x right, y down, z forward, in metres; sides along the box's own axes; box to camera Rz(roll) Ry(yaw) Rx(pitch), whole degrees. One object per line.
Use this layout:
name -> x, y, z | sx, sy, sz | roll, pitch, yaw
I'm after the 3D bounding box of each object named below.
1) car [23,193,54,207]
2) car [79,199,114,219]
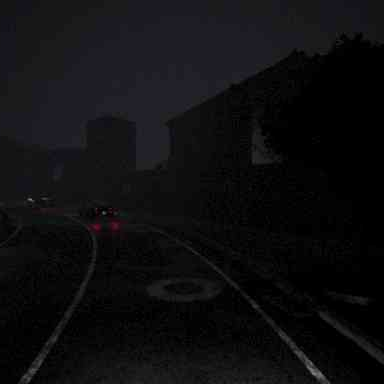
car -> -17.359, 0.862, 37.608 | 4.902, 1.511, 2.128 | 2, -1, 43
car -> -7.292, 1.246, 25.291 | 1.812, 1.442, 4.674 | 2, 0, -29
